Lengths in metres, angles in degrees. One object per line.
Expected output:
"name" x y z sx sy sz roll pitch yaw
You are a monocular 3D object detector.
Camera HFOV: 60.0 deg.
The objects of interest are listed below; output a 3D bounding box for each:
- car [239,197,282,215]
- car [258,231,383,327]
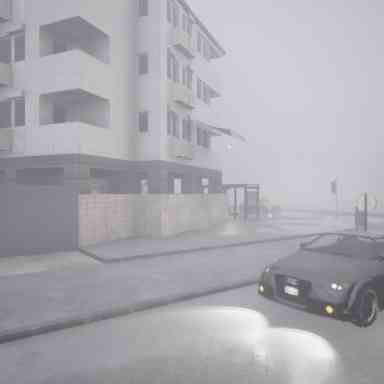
"car" 7.040 1.352 34.508 2.097 1.767 4.553 0 0 -36
"car" 3.368 1.564 7.065 4.181 1.385 1.994 0 0 -36
